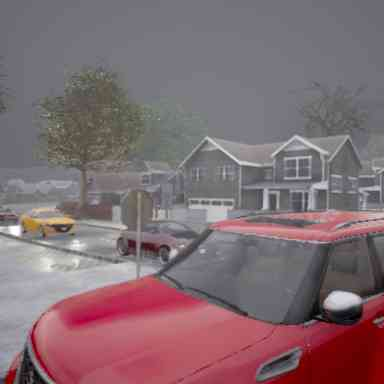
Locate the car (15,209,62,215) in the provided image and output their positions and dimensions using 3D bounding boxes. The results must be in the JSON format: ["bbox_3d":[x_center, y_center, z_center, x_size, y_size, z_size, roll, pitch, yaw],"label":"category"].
[{"bbox_3d":[-8.647,1.769,19.851,1.882,1.535,5.008,2,-2,-43],"label":"car"}]

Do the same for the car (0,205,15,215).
[{"bbox_3d":[-16.605,2.032,29.190,1.895,1.301,4.718,1,-2,-37],"label":"car"}]

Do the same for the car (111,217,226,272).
[{"bbox_3d":[-0.998,1.741,12.157,1.994,1.385,4.181,1,-2,-43],"label":"car"}]

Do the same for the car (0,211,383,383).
[{"bbox_3d":[1.088,1.286,3.734,5.566,2.045,2.150,1,0,-36],"label":"car"}]

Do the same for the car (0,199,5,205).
[{"bbox_3d":[-25.823,1.873,43.468,2.150,2.045,5.566,1,-2,-28],"label":"car"}]
